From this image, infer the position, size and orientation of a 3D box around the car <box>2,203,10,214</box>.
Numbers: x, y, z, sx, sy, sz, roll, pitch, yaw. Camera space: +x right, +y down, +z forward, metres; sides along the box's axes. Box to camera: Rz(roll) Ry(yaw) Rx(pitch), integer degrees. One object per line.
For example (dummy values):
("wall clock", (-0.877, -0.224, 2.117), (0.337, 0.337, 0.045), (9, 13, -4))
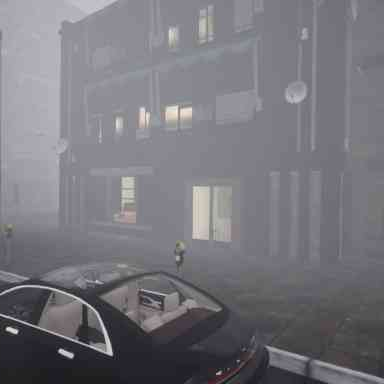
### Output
("car", (-21.549, 1.623, 34.887), (2.008, 1.369, 4.403), (1, 0, 36))

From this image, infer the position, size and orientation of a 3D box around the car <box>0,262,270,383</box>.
("car", (-1.306, 1.550, 3.943), (4.403, 1.369, 2.008), (0, 1, 35))
